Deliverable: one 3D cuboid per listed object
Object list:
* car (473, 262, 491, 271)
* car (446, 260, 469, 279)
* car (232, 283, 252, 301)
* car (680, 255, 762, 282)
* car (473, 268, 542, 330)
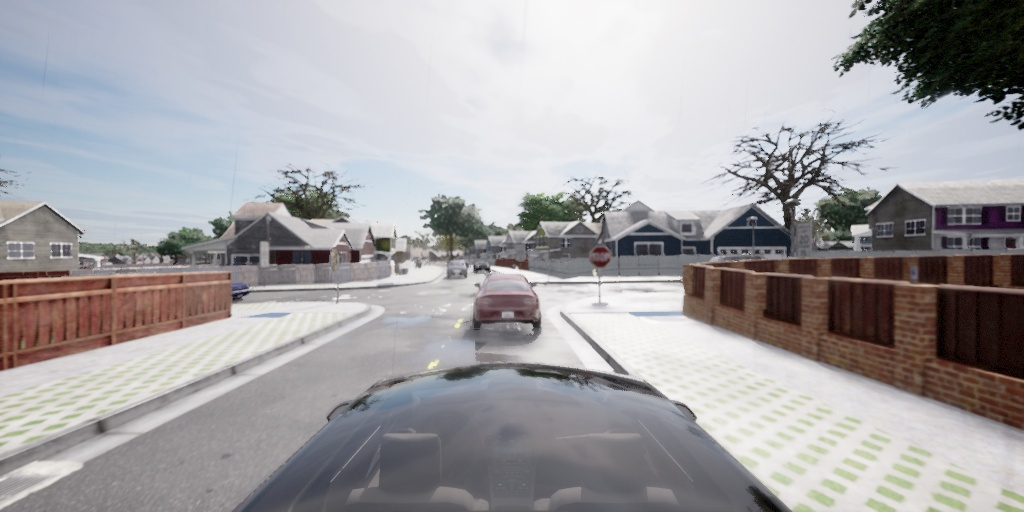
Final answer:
[{"bbox_3d":[-3.893,1.367,45.409,1.895,1.301,4.718,0,0,-10],"label":"car"},{"bbox_3d":[-5.062,1.242,33.356,2.128,1.511,4.902,0,0,-8],"label":"car"},{"bbox_3d":[-15.377,1.666,17.146,4.718,1.301,1.895,-1,1,-6],"label":"car"},{"bbox_3d":[12.201,0.745,20.581,4.553,1.767,2.097,-1,1,4],"label":"car"},{"bbox_3d":[-0.179,1.255,10.967,1.812,1.442,4.674,0,0,-2],"label":"car"}]
